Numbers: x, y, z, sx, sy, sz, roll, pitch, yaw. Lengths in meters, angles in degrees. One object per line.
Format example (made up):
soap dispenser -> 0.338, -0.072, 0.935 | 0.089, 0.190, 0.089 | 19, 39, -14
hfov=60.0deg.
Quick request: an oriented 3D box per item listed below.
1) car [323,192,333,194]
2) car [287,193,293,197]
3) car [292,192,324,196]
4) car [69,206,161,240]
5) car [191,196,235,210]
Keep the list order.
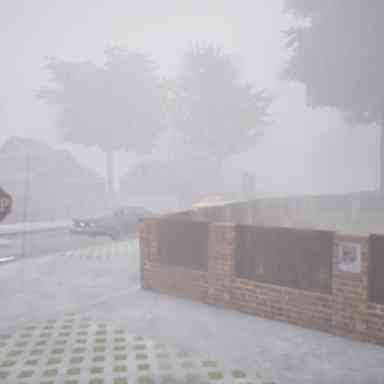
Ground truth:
car -> 19.832, 0.711, 48.851 | 1.882, 1.535, 5.008 | 0, 1, 35
car -> 14.346, 0.854, 45.794 | 1.837, 1.490, 4.892 | 0, 1, 35
car -> 14.315, 1.008, 40.834 | 1.895, 1.301, 4.718 | 0, 1, 35
car -> -3.127, 1.363, 15.856 | 2.033, 1.411, 5.357 | 0, 1, 35
car -> 1.838, 1.136, 27.977 | 1.882, 1.535, 5.008 | 0, 1, 35
